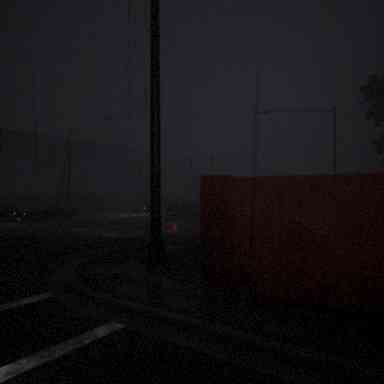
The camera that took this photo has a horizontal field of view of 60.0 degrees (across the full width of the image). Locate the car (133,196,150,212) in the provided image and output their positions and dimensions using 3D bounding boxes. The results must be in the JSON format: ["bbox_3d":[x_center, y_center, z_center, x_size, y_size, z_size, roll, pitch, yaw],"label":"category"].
[{"bbox_3d":[-4.831,1.458,41.866,2.150,2.045,5.566,0,0,36],"label":"car"}]

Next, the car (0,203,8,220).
[{"bbox_3d":[-16.020,1.658,26.619,1.812,1.442,4.674,0,0,36],"label":"car"}]

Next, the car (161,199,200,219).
[{"bbox_3d":[-0.443,1.607,29.889,1.812,1.442,4.674,0,0,36],"label":"car"}]

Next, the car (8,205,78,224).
[{"bbox_3d":[-11.672,1.717,26.663,1.895,1.301,4.718,0,0,36],"label":"car"}]

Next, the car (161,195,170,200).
[{"bbox_3d":[-1.983,1.357,39.832,2.128,1.511,4.902,0,0,36],"label":"car"}]
